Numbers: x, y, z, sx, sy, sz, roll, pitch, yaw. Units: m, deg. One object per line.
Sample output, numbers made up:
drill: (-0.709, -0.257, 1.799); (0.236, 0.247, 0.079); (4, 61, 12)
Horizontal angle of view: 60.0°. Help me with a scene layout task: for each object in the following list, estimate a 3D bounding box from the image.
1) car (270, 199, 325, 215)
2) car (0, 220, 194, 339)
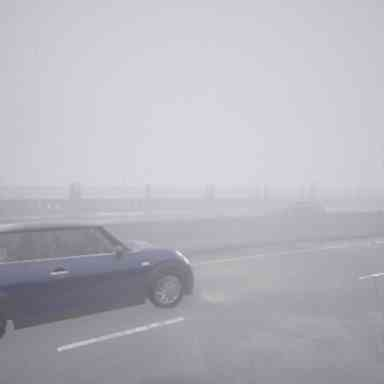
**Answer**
car: (8.966, 1.415, 28.239); (4.892, 1.490, 1.837); (1, 0, -22)
car: (-2.173, 1.320, 6.294); (4.553, 1.767, 2.097); (0, 0, -35)
